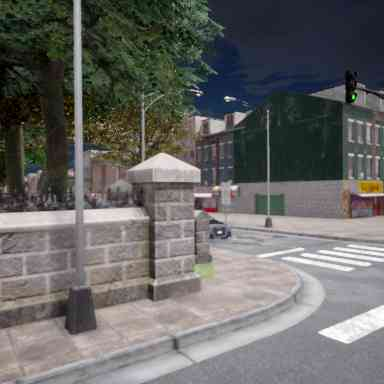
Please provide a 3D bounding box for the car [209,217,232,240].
[{"bbox_3d":[0.164,1.772,17.494,1.994,1.385,4.181,-1,0,-36],"label":"car"}]
